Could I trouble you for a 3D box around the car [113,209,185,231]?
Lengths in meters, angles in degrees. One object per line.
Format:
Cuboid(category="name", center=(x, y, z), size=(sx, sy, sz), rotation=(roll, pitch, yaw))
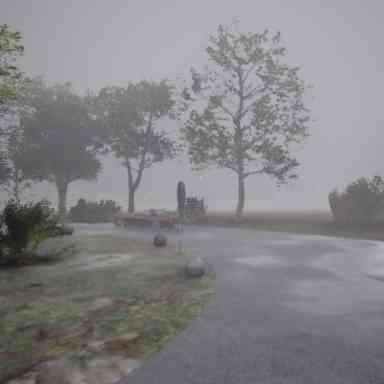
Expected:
Cuboid(category="car", center=(-2.934, 1.784, 21.869), size=(4.718, 1.301, 1.895), rotation=(0, -1, 31))
